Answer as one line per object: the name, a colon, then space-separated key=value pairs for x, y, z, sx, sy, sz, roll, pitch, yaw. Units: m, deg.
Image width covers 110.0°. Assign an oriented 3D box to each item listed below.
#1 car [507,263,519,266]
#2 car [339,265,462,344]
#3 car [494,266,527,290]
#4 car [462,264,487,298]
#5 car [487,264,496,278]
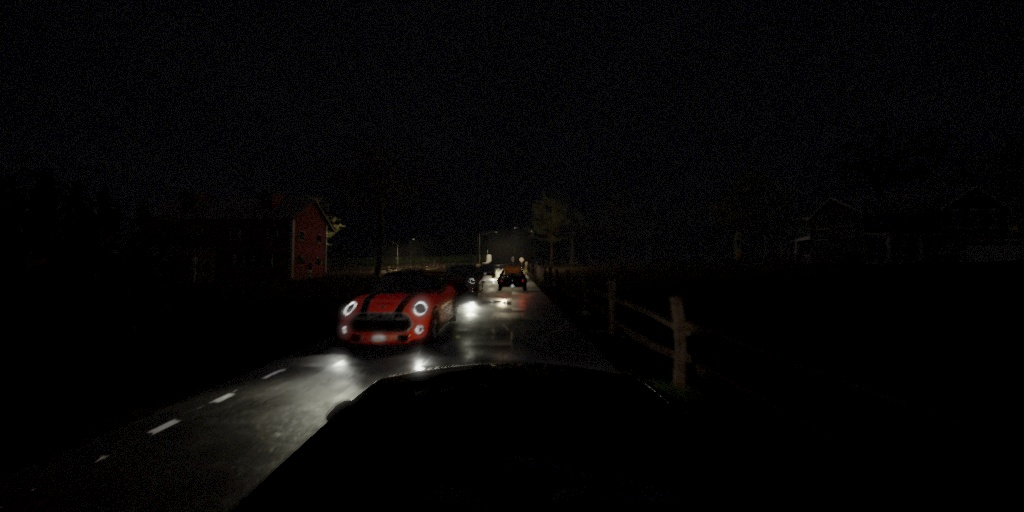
car: x=0.113 y=1.653 z=44.896 sx=1.882 sy=1.535 sz=5.008 roll=0 pitch=-1 yaw=0
car: x=-2.822 y=1.182 z=9.881 sx=2.097 sy=1.767 sz=4.553 roll=0 pitch=-1 yaw=0
car: x=0.031 y=1.573 z=24.306 sx=1.895 sy=1.301 sz=4.718 roll=0 pitch=-1 yaw=0
car: x=-2.761 y=1.282 z=19.923 sx=2.097 sy=1.767 sz=4.553 roll=0 pitch=-1 yaw=0
car: x=-2.740 y=1.628 z=39.280 sx=1.837 sy=1.490 sz=4.892 roll=0 pitch=-1 yaw=0
